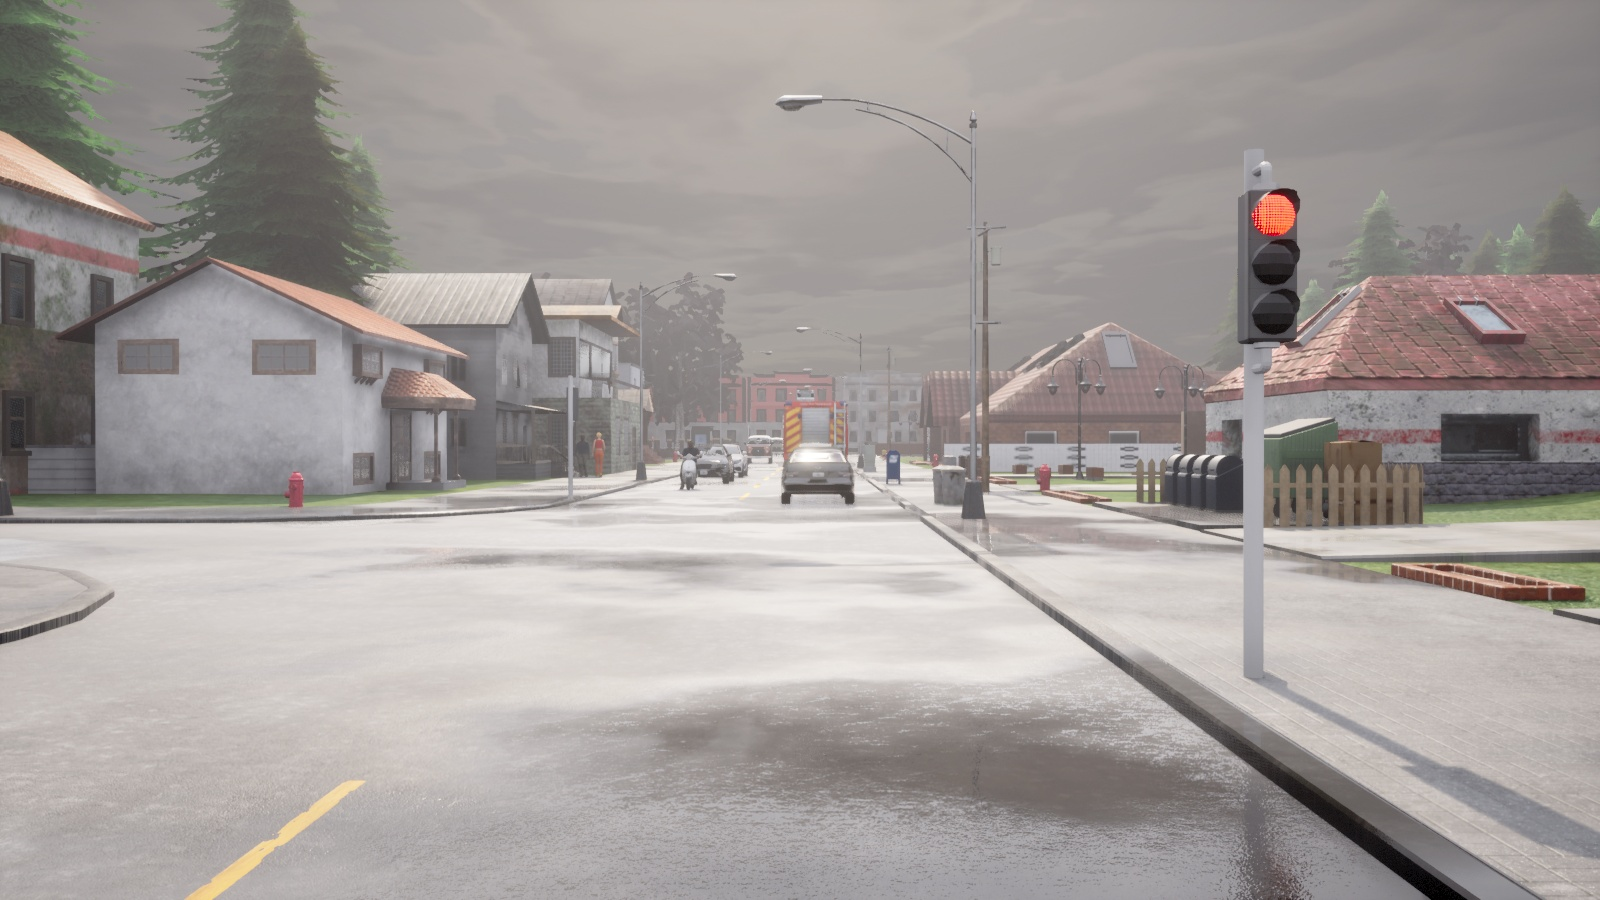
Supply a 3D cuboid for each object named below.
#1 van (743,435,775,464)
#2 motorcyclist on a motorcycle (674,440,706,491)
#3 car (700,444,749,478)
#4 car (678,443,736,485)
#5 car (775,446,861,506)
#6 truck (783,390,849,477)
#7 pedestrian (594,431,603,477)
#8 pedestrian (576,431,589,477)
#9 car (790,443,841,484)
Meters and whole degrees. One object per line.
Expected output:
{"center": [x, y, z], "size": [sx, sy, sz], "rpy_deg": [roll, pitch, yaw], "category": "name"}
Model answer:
{"center": [-2.896, -0.039, 89.812], "size": [2.069, 2.038, 4.480], "rpy_deg": [0, 0, 1], "category": "van"}
{"center": [-3.507, 0.470, 40.226], "size": [0.866, 1.590, 1.817], "rpy_deg": [0, 0, 1], "category": "motorcyclist on a motorcycle"}
{"center": [-3.314, 0.455, 55.688], "size": [1.812, 1.442, 4.674], "rpy_deg": [0, 0, 1], "category": "car"}
{"center": [-3.419, 0.492, 46.936], "size": [1.816, 1.474, 4.193], "rpy_deg": [0, 0, 1], "category": "car"}
{"center": [0.437, 0.612, 32.314], "size": [2.033, 1.411, 5.357], "rpy_deg": [0, 0, 0], "category": "car"}
{"center": [0.732, -0.752, 59.198], "size": [2.891, 3.827, 8.468], "rpy_deg": [0, 0, 1], "category": "truck"}
{"center": [-8.241, 0.159, 51.423], "size": [0.345, 1.836, 0.594], "rpy_deg": [0, 0, -8], "category": "pedestrian"}
{"center": [-8.735, 0.165, 50.405], "size": [0.370, 1.835, 0.726], "rpy_deg": [0, 0, 3], "category": "pedestrian"}
{"center": [0.597, 0.478, 48.164], "size": [1.837, 1.490, 4.892], "rpy_deg": [0, 0, 1], "category": "car"}
